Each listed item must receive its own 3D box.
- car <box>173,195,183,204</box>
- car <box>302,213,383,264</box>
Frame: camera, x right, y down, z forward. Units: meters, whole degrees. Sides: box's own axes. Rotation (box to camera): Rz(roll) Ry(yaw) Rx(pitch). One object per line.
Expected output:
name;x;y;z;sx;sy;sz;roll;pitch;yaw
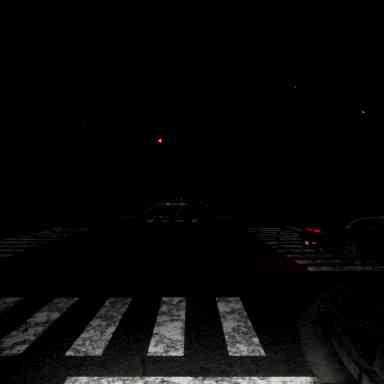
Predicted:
car;-2.896;1.498;69.348;2.097;1.767;4.553;0;0;0
car;6.211;1.458;11.017;4.902;1.511;2.128;0;-1;0
